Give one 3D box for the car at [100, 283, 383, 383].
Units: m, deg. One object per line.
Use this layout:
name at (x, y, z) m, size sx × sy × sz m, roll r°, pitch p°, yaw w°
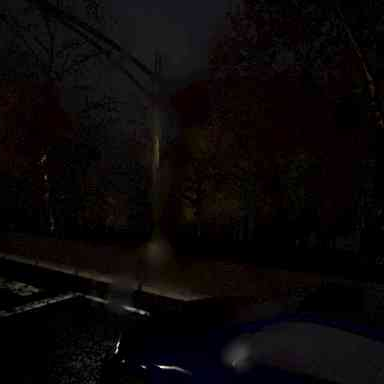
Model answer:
car at (1.127, 1.564, 2.879) m, size 4.181 × 1.385 × 1.994 m, roll 0°, pitch 0°, yaw 35°
